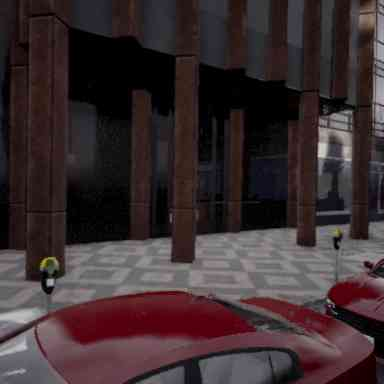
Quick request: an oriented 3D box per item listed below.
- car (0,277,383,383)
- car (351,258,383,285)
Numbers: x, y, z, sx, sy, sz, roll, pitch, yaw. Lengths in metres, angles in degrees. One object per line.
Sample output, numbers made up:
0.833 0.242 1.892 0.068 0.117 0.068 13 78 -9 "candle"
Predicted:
-0.575 1.495 2.196 4.507 1.381 1.887 1 1 -34 "car"
3.945 1.541 5.253 4.507 1.381 1.887 1 1 -34 "car"
